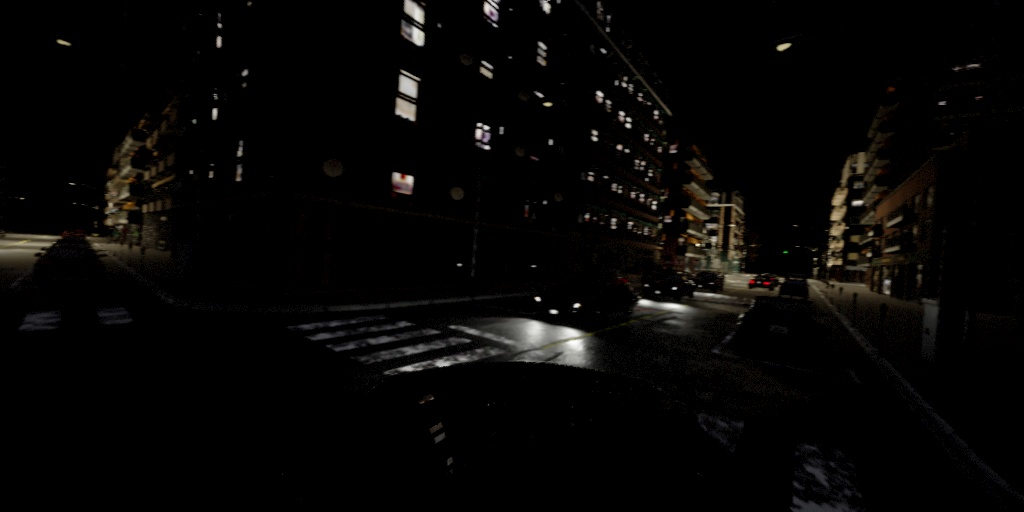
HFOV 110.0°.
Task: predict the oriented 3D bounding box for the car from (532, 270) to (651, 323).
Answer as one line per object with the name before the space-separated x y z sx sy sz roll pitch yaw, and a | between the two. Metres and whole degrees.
car | 2.941 1.384 12.894 2.033 1.411 5.357 5 1 39

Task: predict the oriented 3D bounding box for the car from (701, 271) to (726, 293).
car | 15.480 2.018 28.473 1.812 1.442 4.674 5 1 39

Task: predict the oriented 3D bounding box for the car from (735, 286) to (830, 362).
car | 7.224 1.740 9.660 1.948 1.339 4.313 0 0 39

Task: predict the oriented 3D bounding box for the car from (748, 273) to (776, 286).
car | 24.055 2.546 34.526 2.033 1.411 5.357 5 1 39

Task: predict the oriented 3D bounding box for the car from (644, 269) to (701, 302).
car | 9.118 1.686 20.584 1.812 1.442 4.674 5 1 39

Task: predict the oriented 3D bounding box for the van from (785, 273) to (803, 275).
van | 24.723 2.428 31.421 1.690 1.789 3.998 0 0 39

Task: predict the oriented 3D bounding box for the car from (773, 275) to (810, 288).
car | 21.223 2.450 27.069 1.888 1.381 4.507 0 0 39

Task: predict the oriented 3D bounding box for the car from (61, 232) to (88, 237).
car | -38.285 -1.093 31.335 4.507 1.381 1.888 0 0 39

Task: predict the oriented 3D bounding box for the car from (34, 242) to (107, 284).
car | -16.915 0.278 13.767 4.207 1.307 1.802 0 0 39

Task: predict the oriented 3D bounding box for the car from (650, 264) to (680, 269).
car | 11.604 1.554 27.658 2.192 1.841 5.009 0 0 39

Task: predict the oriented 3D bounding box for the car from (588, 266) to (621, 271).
car | 4.605 1.314 18.953 1.967 1.591 4.097 0 0 39

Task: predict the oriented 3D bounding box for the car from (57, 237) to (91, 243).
car | -21.189 -0.020 17.281 4.403 1.370 2.007 0 0 39

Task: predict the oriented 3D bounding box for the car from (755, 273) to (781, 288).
car | 30.541 2.826 42.660 2.128 1.511 4.902 5 1 39
